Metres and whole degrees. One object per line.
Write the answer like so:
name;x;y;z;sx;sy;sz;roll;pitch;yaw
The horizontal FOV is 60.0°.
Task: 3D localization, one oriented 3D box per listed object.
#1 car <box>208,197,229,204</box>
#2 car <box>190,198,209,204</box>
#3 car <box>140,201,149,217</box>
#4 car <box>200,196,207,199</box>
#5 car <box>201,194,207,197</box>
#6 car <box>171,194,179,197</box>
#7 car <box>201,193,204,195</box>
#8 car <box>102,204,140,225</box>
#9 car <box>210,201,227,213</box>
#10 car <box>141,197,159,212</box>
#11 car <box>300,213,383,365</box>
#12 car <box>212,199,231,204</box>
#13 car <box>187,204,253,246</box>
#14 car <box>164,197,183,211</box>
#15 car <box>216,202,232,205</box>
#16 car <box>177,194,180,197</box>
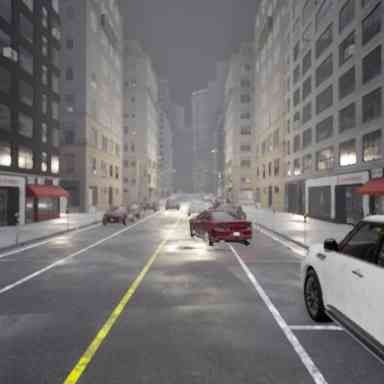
car;3.200;1.507;36.143;2.192;1.841;5.009;0;0;1
car;0.522;1.715;35.323;1.812;1.442;4.674;0;-1;1
car;-5.393;1.748;30.698;1.802;1.307;4.206;0;0;1
car;0.634;1.715;46.773;2.128;1.511;4.902;0;0;1
car;3.722;1.804;79.348;2.008;1.369;4.403;1;0;1
car;-4.803;1.795;79.458;1.887;1.381;4.507;0;0;1
car;3.856;1.767;90.364;1.752;1.417;4.829;1;0;1
car;-5.461;1.687;25.147;1.887;1.381;4.507;0;0;1
car;3.266;1.793;41.692;1.802;1.307;4.206;0;0;1
car;-5.258;1.523;41.804;2.192;1.841;5.009;0;0;1
car;3.154;1.247;4.144;2.150;2.045;5.566;0;0;1
car;3.134;1.696;30.758;1.752;1.417;4.829;0;0;1
car;1.200;1.573;15.935;1.882;1.535;5.008;0;0;-14
car;-2.533;1.723;44.213;1.837;1.490;4.892;0;-1;1
car;3.064;1.712;25.037;1.947;1.339;4.313;0;0;1
car;-4.736;1.686;84.882;1.967;1.590;4.097;1;0;1
